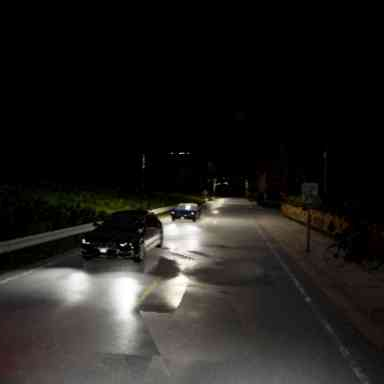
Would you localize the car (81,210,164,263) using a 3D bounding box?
[{"bbox_3d":[-2.259,1.450,12.013,1.837,1.490,4.892,2,0,7],"label":"car"}]

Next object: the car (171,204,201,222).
[{"bbox_3d":[-0.403,1.614,26.440,1.895,1.301,4.718,2,0,8],"label":"car"}]

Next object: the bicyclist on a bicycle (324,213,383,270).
[{"bbox_3d":[4.722,1.439,9.706,1.656,1.620,0.582,3,0,7],"label":"bicyclist on a bicycle"}]
